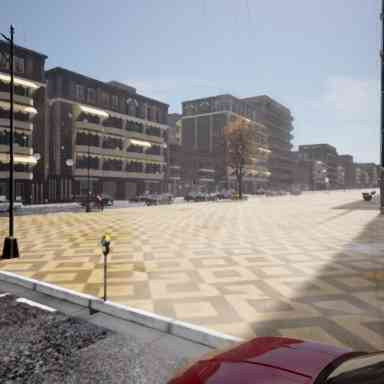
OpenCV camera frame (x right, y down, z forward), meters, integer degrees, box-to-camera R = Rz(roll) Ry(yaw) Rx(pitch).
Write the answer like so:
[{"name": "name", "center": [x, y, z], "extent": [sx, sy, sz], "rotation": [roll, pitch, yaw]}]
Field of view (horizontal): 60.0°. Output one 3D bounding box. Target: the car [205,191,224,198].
[{"name": "car", "center": [4.745, 0.527, 69.923], "extent": [1.752, 1.417, 4.829], "rotation": [2, 2, 35]}]

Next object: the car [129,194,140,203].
[{"name": "car", "center": [-7.843, 0.911, 51.752], "extent": [1.947, 1.339, 4.313], "rotation": [2, 2, 35]}]

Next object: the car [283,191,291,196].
[{"name": "car", "center": [21.243, 0.361, 79.025], "extent": [2.008, 1.369, 4.403], "rotation": [2, 2, 35]}]

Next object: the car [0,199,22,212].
[{"name": "car", "center": [-18.797, 1.328, 31.412], "extent": [1.895, 1.301, 4.718], "rotation": [1, 1, 35]}]

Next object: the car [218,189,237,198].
[{"name": "car", "center": [8.016, 0.228, 74.636], "extent": [2.192, 1.841, 5.009], "rotation": [2, 2, 35]}]

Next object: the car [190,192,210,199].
[{"name": "car", "center": [1.670, 0.651, 65.487], "extent": [1.947, 1.339, 4.313], "rotation": [2, 2, 35]}]

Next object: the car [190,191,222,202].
[{"name": "car", "center": [2.217, 0.877, 51.558], "extent": [2.008, 1.369, 4.403], "rotation": [2, 2, 35]}]

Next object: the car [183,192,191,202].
[{"name": "car", "center": [0.759, 0.833, 54.105], "extent": [2.033, 1.411, 5.357], "rotation": [1, 1, 35]}]

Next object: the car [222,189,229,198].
[{"name": "car", "center": [6.618, 0.671, 62.656], "extent": [2.033, 1.411, 5.357], "rotation": [1, 1, 35]}]

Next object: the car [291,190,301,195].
[{"name": "car", "center": [27.586, 0.079, 88.179], "extent": [1.967, 1.590, 4.097], "rotation": [2, 2, 35]}]

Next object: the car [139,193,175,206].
[{"name": "car", "center": [-4.126, 1.051, 42.402], "extent": [2.008, 1.369, 4.403], "rotation": [2, 2, 35]}]

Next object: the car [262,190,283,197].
[{"name": "car", "center": [18.073, 0.446, 74.448], "extent": [2.008, 1.369, 4.403], "rotation": [2, 2, 35]}]

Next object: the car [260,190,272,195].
[{"name": "car", "center": [20.697, 0.116, 92.953], "extent": [1.887, 1.381, 4.507], "rotation": [2, 2, 35]}]

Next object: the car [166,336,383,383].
[{"name": "car", "center": [1.756, 1.545, 1.612], "extent": [4.507, 1.381, 1.887], "rotation": [0, 0, 36]}]

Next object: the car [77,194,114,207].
[{"name": "car", "center": [-11.913, 1.037, 41.337], "extent": [1.837, 1.490, 4.892], "rotation": [1, 3, 35]}]

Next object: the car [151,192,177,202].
[{"name": "car", "center": [-4.672, 0.809, 56.330], "extent": [2.008, 1.369, 4.403], "rotation": [2, 2, 35]}]

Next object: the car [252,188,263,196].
[{"name": "car", "center": [17.528, -0.029, 88.369], "extent": [2.192, 1.841, 5.009], "rotation": [2, 2, 35]}]

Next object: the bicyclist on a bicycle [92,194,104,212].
[{"name": "bicyclist on a bicycle", "center": [-8.694, 1.018, 30.647], "extent": [1.656, 1.620, 0.582], "rotation": [0, 1, 35]}]

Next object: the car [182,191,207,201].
[{"name": "car", "center": [0.458, 0.693, 59.041], "extent": [2.128, 1.511, 4.902], "rotation": [1, 1, 35]}]

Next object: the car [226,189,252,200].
[{"name": "car", "center": [8.657, 0.676, 60.854], "extent": [1.752, 1.417, 4.829], "rotation": [2, 2, 35]}]
